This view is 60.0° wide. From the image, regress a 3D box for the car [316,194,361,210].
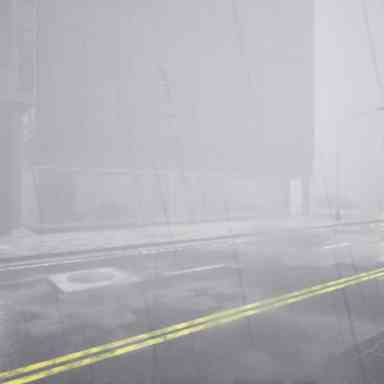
[{"bbox_3d":[18.892,1.323,43.172,2.150,2.045,5.566,0,2,-36],"label":"car"}]
